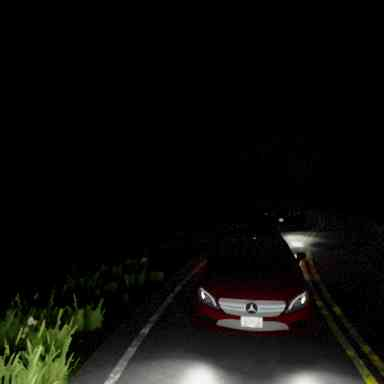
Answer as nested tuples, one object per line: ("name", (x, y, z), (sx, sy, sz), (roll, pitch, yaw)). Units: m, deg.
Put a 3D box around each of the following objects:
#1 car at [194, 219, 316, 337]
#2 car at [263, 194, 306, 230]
("car", (1.257, 1.533, 6.881), (1.812, 1.442, 4.674), (-1, 0, 11))
("car", (6.026, 1.191, 21.324), (2.150, 2.045, 5.566), (-2, 0, 22))
